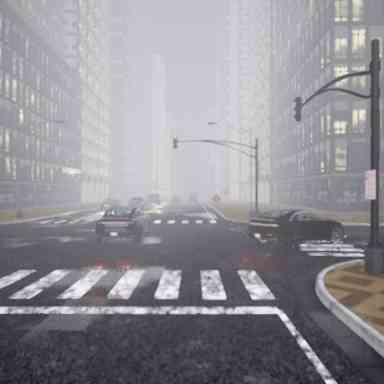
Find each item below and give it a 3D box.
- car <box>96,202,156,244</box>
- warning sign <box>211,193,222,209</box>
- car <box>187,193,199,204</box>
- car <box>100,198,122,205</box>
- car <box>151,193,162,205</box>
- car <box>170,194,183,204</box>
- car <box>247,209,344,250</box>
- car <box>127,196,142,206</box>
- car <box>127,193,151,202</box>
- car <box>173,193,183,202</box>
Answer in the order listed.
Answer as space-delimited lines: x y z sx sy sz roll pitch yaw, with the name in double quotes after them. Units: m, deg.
-3.119 1.464 15.750 2.128 1.511 4.902 0 0 0 "car"
2.957 1.074 40.188 1.300 1.860 1.060 0 0 0 "warning sign"
0.163 1.481 62.795 1.837 1.490 4.892 0 0 0 "car"
-9.737 1.451 40.357 2.128 1.511 4.902 0 0 0 "car"
-6.416 1.191 56.305 2.150 2.045 5.566 0 0 1 "car"
-3.088 1.541 62.770 1.994 1.385 4.181 0 0 0 "car"
4.548 1.474 14.273 4.902 1.511 2.128 0 -1 -35 "car"
-9.666 1.494 56.322 1.812 1.442 4.674 0 0 1 "car"
-6.490 1.311 39.712 2.097 1.767 4.553 0 0 0 "car"
-3.061 1.181 72.775 2.097 1.767 4.553 0 0 0 "car"
